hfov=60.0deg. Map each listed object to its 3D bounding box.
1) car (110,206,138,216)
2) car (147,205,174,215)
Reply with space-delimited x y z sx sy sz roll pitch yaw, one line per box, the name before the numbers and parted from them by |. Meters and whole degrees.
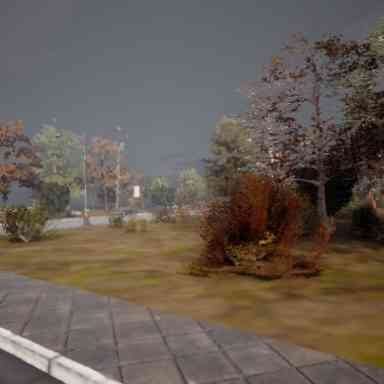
car | -10.374 2.950 50.479 2.128 1.511 4.902 -4 -2 32
car | -4.812 2.851 52.709 2.033 1.411 5.357 -4 -2 32
